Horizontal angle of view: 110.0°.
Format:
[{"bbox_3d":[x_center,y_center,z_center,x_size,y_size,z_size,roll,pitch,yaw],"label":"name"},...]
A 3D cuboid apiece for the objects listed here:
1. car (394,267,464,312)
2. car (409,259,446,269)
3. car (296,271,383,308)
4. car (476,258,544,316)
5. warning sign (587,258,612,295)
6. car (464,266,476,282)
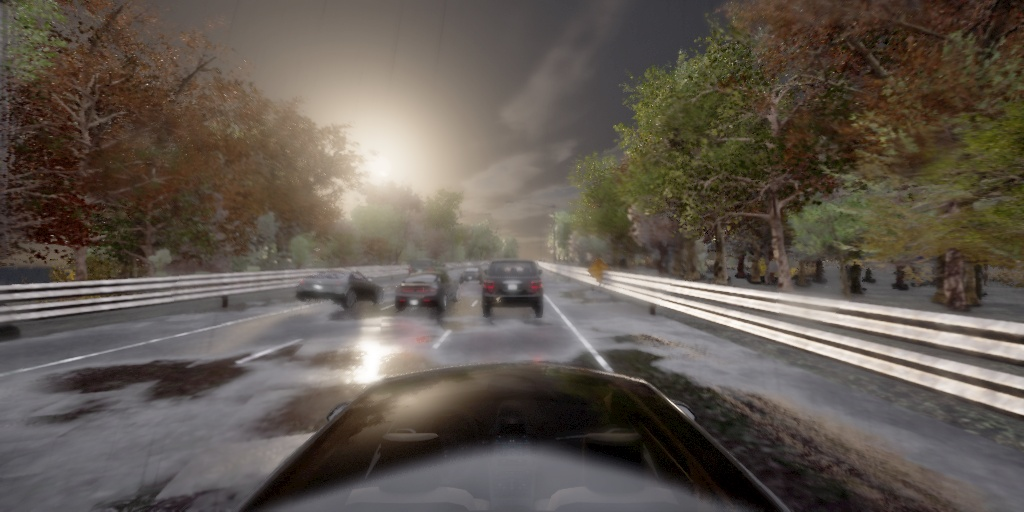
[{"bbox_3d":[-3.434,1.403,15.145,1.837,1.490,4.892,0,0,1],"label":"car"},{"bbox_3d":[-6.785,1.268,29.245,2.150,2.045,5.566,0,0,1],"label":"car"},{"bbox_3d":[-6.948,1.347,14.950,1.994,1.385,4.181,2,-7,1],"label":"car"},{"bbox_3d":[0.049,1.110,14.214,2.150,2.045,5.566,0,0,1],"label":"car"},{"bbox_3d":[4.624,1.047,18.822,1.300,1.860,1.060,0,0,1],"label":"warning sign"},{"bbox_3d":[-3.248,1.580,30.497,1.812,1.442,4.674,0,0,1],"label":"car"}]
